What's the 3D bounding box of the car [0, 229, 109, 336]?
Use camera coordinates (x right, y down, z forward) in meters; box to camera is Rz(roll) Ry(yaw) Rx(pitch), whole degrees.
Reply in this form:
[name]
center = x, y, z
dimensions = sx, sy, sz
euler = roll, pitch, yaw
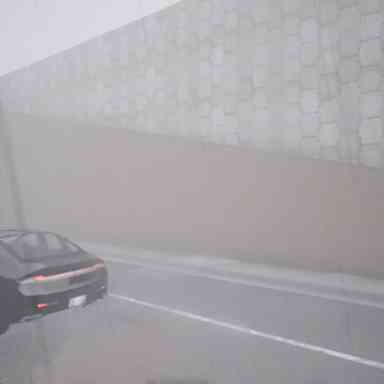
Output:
[car]
center = -3.775, 1.508, 6.668
dimensions = 4.902, 1.511, 2.128
euler = 0, 0, 36
